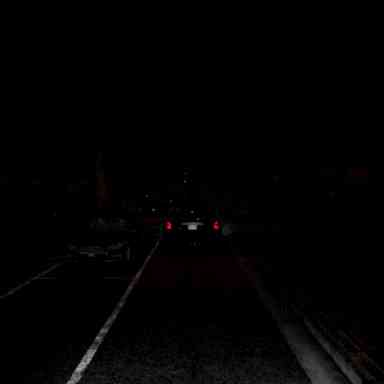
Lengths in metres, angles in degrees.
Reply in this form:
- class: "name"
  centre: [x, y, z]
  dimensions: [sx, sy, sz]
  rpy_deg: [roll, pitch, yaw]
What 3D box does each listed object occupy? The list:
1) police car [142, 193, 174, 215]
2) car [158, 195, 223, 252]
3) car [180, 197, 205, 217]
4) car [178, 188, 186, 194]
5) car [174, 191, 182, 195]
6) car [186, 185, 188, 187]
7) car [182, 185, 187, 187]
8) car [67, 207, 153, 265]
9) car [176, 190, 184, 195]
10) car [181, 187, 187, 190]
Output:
- class: "police car"
  centre: [-2.761, 1.029, 26.415]
  dimensions: [1.930, 1.638, 5.238]
  rpy_deg: [0, 1, 0]
- class: "car"
  centre: [0.037, 1.166, 13.164]
  dimensions: [2.097, 1.767, 4.553]
  rpy_deg: [0, 1, 1]
- class: "car"
  centre: [0.024, 1.182, 27.645]
  dimensions: [1.895, 1.301, 4.718]
  rpy_deg: [0, 1, 1]
- class: "car"
  centre: [-2.664, 0.317, 66.291]
  dimensions: [1.802, 1.307, 4.206]
  rpy_deg: [0, 2, 0]
- class: "car"
  centre: [-2.662, 0.865, 44.136]
  dimensions: [1.947, 1.339, 4.313]
  rpy_deg: [0, 1, 0]
- class: "car"
  centre: [-2.671, -0.597, 93.955]
  dimensions: [2.008, 1.369, 4.403]
  rpy_deg: [1, 2, 0]
- class: "car"
  centre: [-2.667, -0.159, 77.347]
  dimensions: [1.967, 1.590, 4.097]
  rpy_deg: [0, 2, 0]
- class: "car"
  centre: [-2.650, 1.400, 10.930]
  dimensions: [2.008, 1.369, 4.403]
  rpy_deg: [-1, 1, 0]
- class: "car"
  centre: [-2.662, 0.748, 49.676]
  dimensions: [1.947, 1.339, 4.313]
  rpy_deg: [0, 1, 0]
- class: "car"
  centre: [-2.665, 0.134, 71.820]
  dimensions: [1.947, 1.339, 4.313]
  rpy_deg: [0, 2, 0]
